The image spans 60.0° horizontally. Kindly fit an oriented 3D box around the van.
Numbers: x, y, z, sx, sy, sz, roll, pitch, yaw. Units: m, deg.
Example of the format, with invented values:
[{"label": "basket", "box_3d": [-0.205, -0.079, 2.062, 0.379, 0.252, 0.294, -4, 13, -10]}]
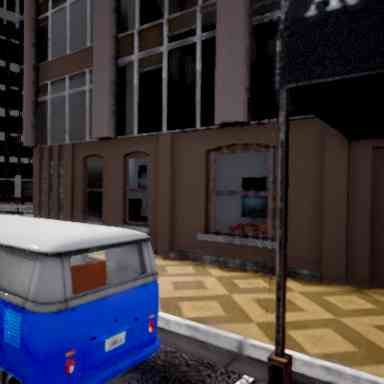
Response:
[{"label": "van", "box_3d": [-2.298, 1.265, 4.483, 3.998, 1.788, 1.690, 1, 1, 35]}]
